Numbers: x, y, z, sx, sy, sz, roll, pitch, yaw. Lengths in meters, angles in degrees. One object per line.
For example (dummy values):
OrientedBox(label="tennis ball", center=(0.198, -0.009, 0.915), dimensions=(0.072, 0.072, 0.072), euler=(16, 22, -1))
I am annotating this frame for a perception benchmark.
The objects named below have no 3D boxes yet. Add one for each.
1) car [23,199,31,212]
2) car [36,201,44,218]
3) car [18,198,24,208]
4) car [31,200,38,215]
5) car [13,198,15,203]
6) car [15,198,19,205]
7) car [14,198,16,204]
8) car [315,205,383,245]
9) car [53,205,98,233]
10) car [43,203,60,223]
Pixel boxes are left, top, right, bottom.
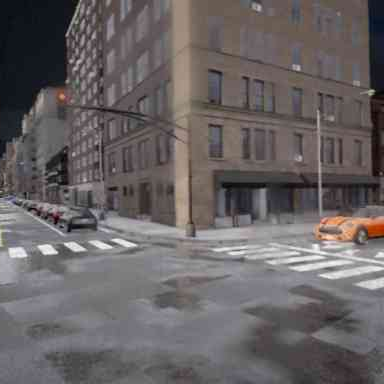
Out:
OrientedBox(label="car", center=(-21.103, 1.920, 44.744), dimensions=(1.947, 1.339, 4.313), euler=(0, 0, -30))
OrientedBox(label="car", center=(-12.753, 1.773, 30.407), dimensions=(2.008, 1.369, 4.403), euler=(0, 0, -30))
OrientedBox(label="car", center=(-26.671, 1.992, 54.302), dimensions=(2.008, 1.369, 4.403), euler=(0, 0, -30))
OrientedBox(label="car", center=(-15.536, 1.811, 35.187), dimensions=(1.887, 1.381, 4.507), euler=(0, 0, -30))
OrientedBox(label="car", center=(-37.805, 2.179, 73.418), dimensions=(1.947, 1.339, 4.313), euler=(0, 0, -30))
OrientedBox(label="car", center=(-32.238, 2.093, 63.860), dimensions=(1.947, 1.339, 4.313), euler=(0, 0, -30))
OrientedBox(label="car", center=(-35.022, 2.151, 68.639), dimensions=(1.802, 1.307, 4.206), euler=(0, 0, -30))
OrientedBox(label="car", center=(8.062, 1.443, 16.042), dimensions=(4.553, 1.767, 2.097), euler=(0, -1, -31))
OrientedBox(label="car", center=(-7.185, 1.699, 20.850), dimensions=(1.947, 1.339, 4.313), euler=(0, 0, -30))
OrientedBox(label="car", center=(-9.969, 1.723, 25.629), dimensions=(1.887, 1.381, 4.507), euler=(0, 0, -30))
